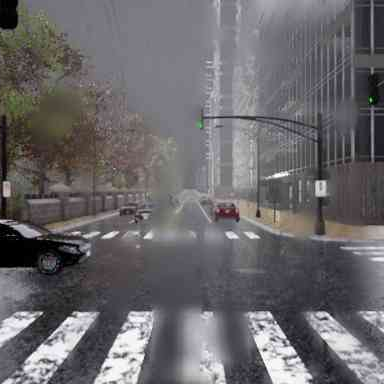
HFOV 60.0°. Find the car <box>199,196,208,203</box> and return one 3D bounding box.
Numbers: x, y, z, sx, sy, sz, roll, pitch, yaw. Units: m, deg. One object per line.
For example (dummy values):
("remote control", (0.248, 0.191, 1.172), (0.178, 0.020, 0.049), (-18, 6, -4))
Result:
("car", (2.451, 1.585, 72.105), (1.752, 1.417, 4.829), (0, 0, 0))

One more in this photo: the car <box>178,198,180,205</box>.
("car", (-3.201, 1.603, 59.674), (1.837, 1.490, 4.892), (0, 0, 0))

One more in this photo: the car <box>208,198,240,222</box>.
("car", (2.605, 1.471, 26.483), (1.967, 1.590, 4.097), (0, 0, 0))

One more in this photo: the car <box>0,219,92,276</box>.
("car", (-5.376, 1.549, 9.823), (4.674, 1.442, 1.812), (0, 0, 1))

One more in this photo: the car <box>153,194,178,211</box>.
("car", (-3.237, 1.269, 41.820), (2.150, 2.045, 5.566), (0, 0, 0))

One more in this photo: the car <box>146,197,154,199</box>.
("car", (-5.815, 1.595, 37.815), (2.008, 1.369, 4.403), (0, 0, 0))

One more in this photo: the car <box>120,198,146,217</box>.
("car", (-5.795, 1.582, 32.133), (1.887, 1.381, 4.507), (0, 0, 0))

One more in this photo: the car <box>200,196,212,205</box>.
("car", (2.490, 1.501, 60.569), (1.967, 1.590, 4.097), (0, 0, 0))

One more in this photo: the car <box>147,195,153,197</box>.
("car", (-5.852, 1.370, 49.182), (2.192, 1.841, 5.009), (0, 0, 0))

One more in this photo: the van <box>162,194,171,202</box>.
("van", (-5.947, 1.398, 77.598), (1.690, 1.788, 3.998), (0, 0, 0))

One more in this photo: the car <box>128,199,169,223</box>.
("car", (-3.185, 1.521, 25.554), (2.128, 1.511, 4.902), (0, 0, 0))

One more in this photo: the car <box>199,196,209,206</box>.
("car", (2.509, 1.624, 54.888), (1.947, 1.339, 4.313), (0, 0, 0))

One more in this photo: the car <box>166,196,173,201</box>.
("car", (-5.987, 1.628, 88.964), (1.802, 1.307, 4.206), (0, 0, 0))

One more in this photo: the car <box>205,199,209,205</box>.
("car", (2.585, 1.603, 32.164), (1.947, 1.339, 4.313), (0, 0, 0))
